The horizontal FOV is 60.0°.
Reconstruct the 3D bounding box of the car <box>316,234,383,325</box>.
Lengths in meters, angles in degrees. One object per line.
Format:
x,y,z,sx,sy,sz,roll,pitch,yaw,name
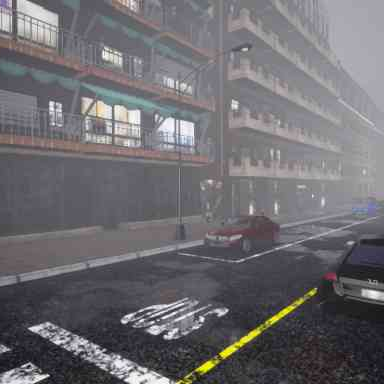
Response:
4.065,1.561,6.738,1.994,1.385,4.181,0,0,38,car

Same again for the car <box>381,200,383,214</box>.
19.598,1.567,35.428,1.802,1.307,4.206,-1,-1,38,car

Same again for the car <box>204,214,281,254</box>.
2.190,1.573,13.491,1.802,1.307,4.206,-1,-1,38,car

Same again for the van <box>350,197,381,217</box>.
16.075,1.327,30.993,1.690,1.788,3.998,-1,-1,38,van
